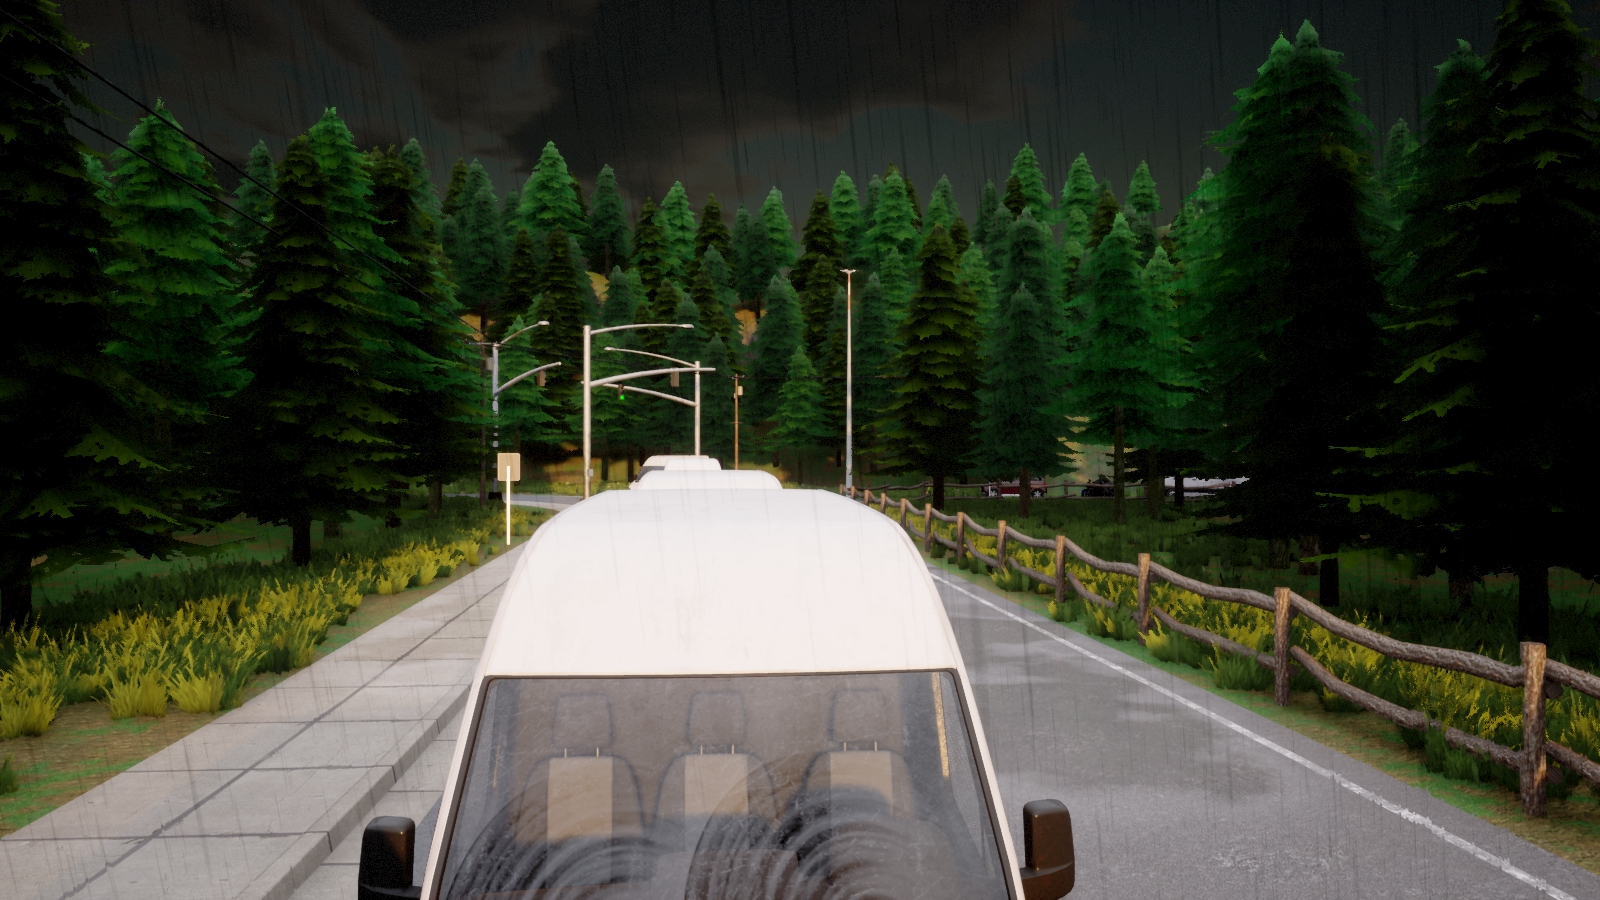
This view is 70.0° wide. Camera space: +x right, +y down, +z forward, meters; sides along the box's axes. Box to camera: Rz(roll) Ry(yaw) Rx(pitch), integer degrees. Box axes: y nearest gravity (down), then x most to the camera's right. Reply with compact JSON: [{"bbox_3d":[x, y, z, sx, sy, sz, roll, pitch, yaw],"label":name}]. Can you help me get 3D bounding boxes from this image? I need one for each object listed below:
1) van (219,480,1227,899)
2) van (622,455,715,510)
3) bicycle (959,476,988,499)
[{"bbox_3d":[-0.357,1.499,5.207,1.988,2.561,5.915,0,0,-5],"label":"van"},{"bbox_3d":[-6.344,1.515,56.009,1.988,2.561,5.915,0,0,22],"label":"van"},{"bbox_3d":[9.912,2.158,65.252,1.487,1.276,0.859,0,0,-6],"label":"bicycle"}]
